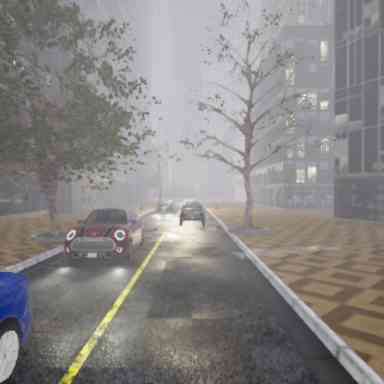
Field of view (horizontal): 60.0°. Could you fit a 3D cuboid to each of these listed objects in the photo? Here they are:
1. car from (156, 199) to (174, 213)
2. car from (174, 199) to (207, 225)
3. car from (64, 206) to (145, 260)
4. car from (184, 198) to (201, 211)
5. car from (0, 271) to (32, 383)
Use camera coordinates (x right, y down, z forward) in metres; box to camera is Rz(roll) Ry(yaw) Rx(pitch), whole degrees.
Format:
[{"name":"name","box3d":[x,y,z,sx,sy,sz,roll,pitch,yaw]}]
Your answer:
[{"name":"car","box3d":[-3.003,1.589,38.384,2.128,1.511,4.902,0,0,0]},{"name":"car","box3d":[0.036,1.550,24.583,2.128,1.511,4.902,0,0,1]},{"name":"car","box3d":[-3.088,1.379,12.563,2.097,1.767,4.553,0,0,0]},{"name":"car","box3d":[0.092,1.605,43.747,2.128,1.511,4.902,0,0,0]},{"name":"car","box3d":[-3.092,1.483,2.449,1.882,1.535,5.008,0,0,0]}]
